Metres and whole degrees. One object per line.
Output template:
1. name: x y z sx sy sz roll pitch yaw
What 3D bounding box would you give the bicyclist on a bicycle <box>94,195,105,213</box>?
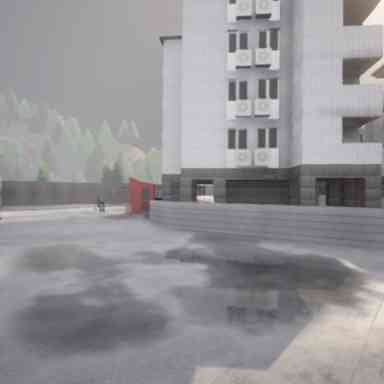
1. bicyclist on a bicycle: -8.379 1.121 30.096 1.656 1.620 0.582 0 0 35
